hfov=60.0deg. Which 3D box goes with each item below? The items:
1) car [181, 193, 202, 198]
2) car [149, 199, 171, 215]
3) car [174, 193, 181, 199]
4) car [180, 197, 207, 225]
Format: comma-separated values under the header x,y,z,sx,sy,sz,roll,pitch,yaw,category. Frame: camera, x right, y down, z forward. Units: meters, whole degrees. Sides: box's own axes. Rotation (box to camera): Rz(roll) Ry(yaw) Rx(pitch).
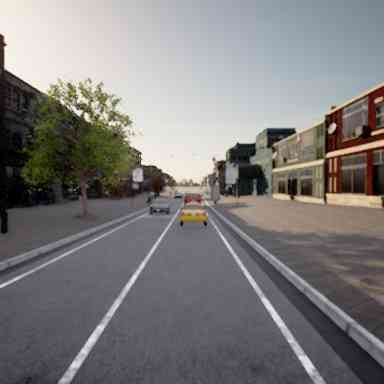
x,y,z,sx,sy,sz,roll,pitch,yaw,category
0.098,1.098,42.065,2.150,2.045,5.566,0,0,0,car
-3.096,1.441,32.841,1.837,1.490,4.892,0,0,0,car
-3.003,0.863,73.323,2.033,1.411,5.357,0,1,0,car
0.099,1.423,23.736,1.801,1.575,5.366,0,0,0,car
